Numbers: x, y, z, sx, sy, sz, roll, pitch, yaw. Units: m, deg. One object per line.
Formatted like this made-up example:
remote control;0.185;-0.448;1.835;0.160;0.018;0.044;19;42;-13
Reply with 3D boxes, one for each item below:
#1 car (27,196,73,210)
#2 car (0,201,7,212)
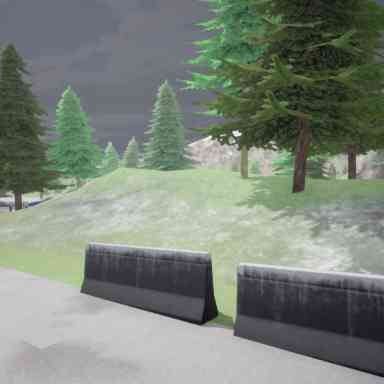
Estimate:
car;-18.452;1.374;42.769;5.008;1.535;1.882;0;0;-42
car;-21.855;1.398;34.364;2.128;1.511;4.902;0;0;42
